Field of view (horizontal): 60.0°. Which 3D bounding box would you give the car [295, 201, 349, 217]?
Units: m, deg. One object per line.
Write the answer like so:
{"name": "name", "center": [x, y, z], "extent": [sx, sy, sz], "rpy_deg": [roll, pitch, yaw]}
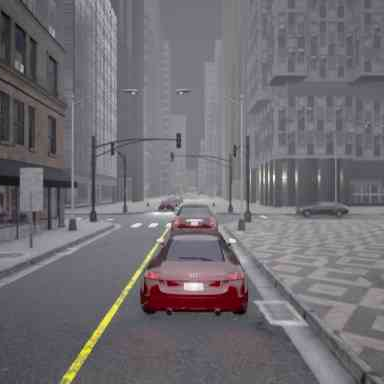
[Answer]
{"name": "car", "center": [11.770, 1.537, 30.272], "extent": [4.674, 1.442, 1.812], "rpy_deg": [0, 0, 1]}

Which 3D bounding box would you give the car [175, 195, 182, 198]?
{"name": "car", "center": [-3.047, 1.569, 50.893], "extent": [2.033, 1.411, 5.357], "rpy_deg": [0, 0, 0]}

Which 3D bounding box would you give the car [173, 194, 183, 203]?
{"name": "car", "center": [-2.936, 1.398, 70.891], "extent": [2.097, 1.767, 4.553], "rpy_deg": [0, 0, 0]}

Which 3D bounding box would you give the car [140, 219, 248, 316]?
{"name": "car", "center": [0.091, 1.563, 7.611], "extent": [1.994, 1.385, 4.181], "rpy_deg": [0, 0, 2]}

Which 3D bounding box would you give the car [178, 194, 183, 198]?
{"name": "car", "center": [-3.014, 1.557, 60.659], "extent": [1.812, 1.442, 4.674], "rpy_deg": [0, 0, 0]}

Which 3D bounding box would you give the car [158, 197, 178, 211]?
{"name": "car", "center": [-3.058, 1.615, 41.241], "extent": [1.895, 1.301, 4.718], "rpy_deg": [0, 0, 0]}

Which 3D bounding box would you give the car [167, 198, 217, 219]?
{"name": "car", "center": [0.166, 1.352, 16.235], "extent": [2.097, 1.767, 4.553], "rpy_deg": [0, 0, 2]}
